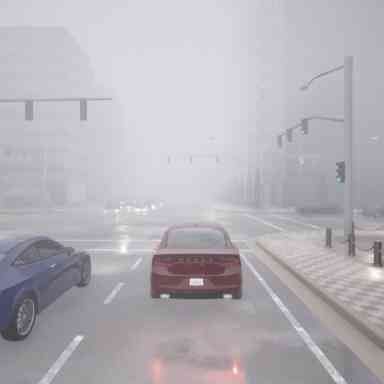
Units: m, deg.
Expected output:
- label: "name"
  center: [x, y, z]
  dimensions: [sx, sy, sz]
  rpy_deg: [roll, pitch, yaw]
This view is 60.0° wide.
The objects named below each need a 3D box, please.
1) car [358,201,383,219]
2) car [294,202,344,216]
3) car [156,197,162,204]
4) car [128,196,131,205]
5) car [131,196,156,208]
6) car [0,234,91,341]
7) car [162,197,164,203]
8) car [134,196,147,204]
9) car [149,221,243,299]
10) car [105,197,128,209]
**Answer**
- label: "car"
  center: [16.340, 1.436, 27.373]
  dimensions: [4.902, 1.511, 2.128]
  rpy_deg: [0, 0, 0]
- label: "car"
  center: [12.051, 1.545, 30.919]
  dimensions: [4.718, 1.301, 1.895]
  rpy_deg: [0, 0, 1]
- label: "car"
  center: [-6.952, 1.491, 57.953]
  dimensions: [2.128, 1.511, 4.902]
  rpy_deg: [0, 0, 0]
- label: "car"
  center: [-10.468, 1.491, 54.788]
  dimensions: [2.128, 1.511, 4.902]
  rpy_deg: [0, 0, 0]
- label: "car"
  center: [-6.990, 1.491, 48.646]
  dimensions: [2.128, 1.511, 4.902]
  rpy_deg: [0, 0, 0]
- label: "car"
  center: [-3.416, 1.526, 6.370]
  dimensions: [1.812, 1.442, 4.674]
  rpy_deg: [0, 0, 0]
- label: "car"
  center: [-6.857, 1.600, 68.244]
  dimensions: [1.895, 1.301, 4.718]
  rpy_deg: [0, 0, 0]
- label: "car"
  center: [-10.371, 1.564, 66.887]
  dimensions: [1.994, 1.385, 4.181]
  rpy_deg: [0, 0, 0]
- label: "car"
  center: [0.099, 1.478, 8.498]
  dimensions: [1.882, 1.535, 5.008]
  rpy_deg: [0, 0, 0]
- label: "car"
  center: [-10.498, 1.505, 45.561]
  dimensions: [1.837, 1.490, 4.892]
  rpy_deg: [0, 0, 0]
